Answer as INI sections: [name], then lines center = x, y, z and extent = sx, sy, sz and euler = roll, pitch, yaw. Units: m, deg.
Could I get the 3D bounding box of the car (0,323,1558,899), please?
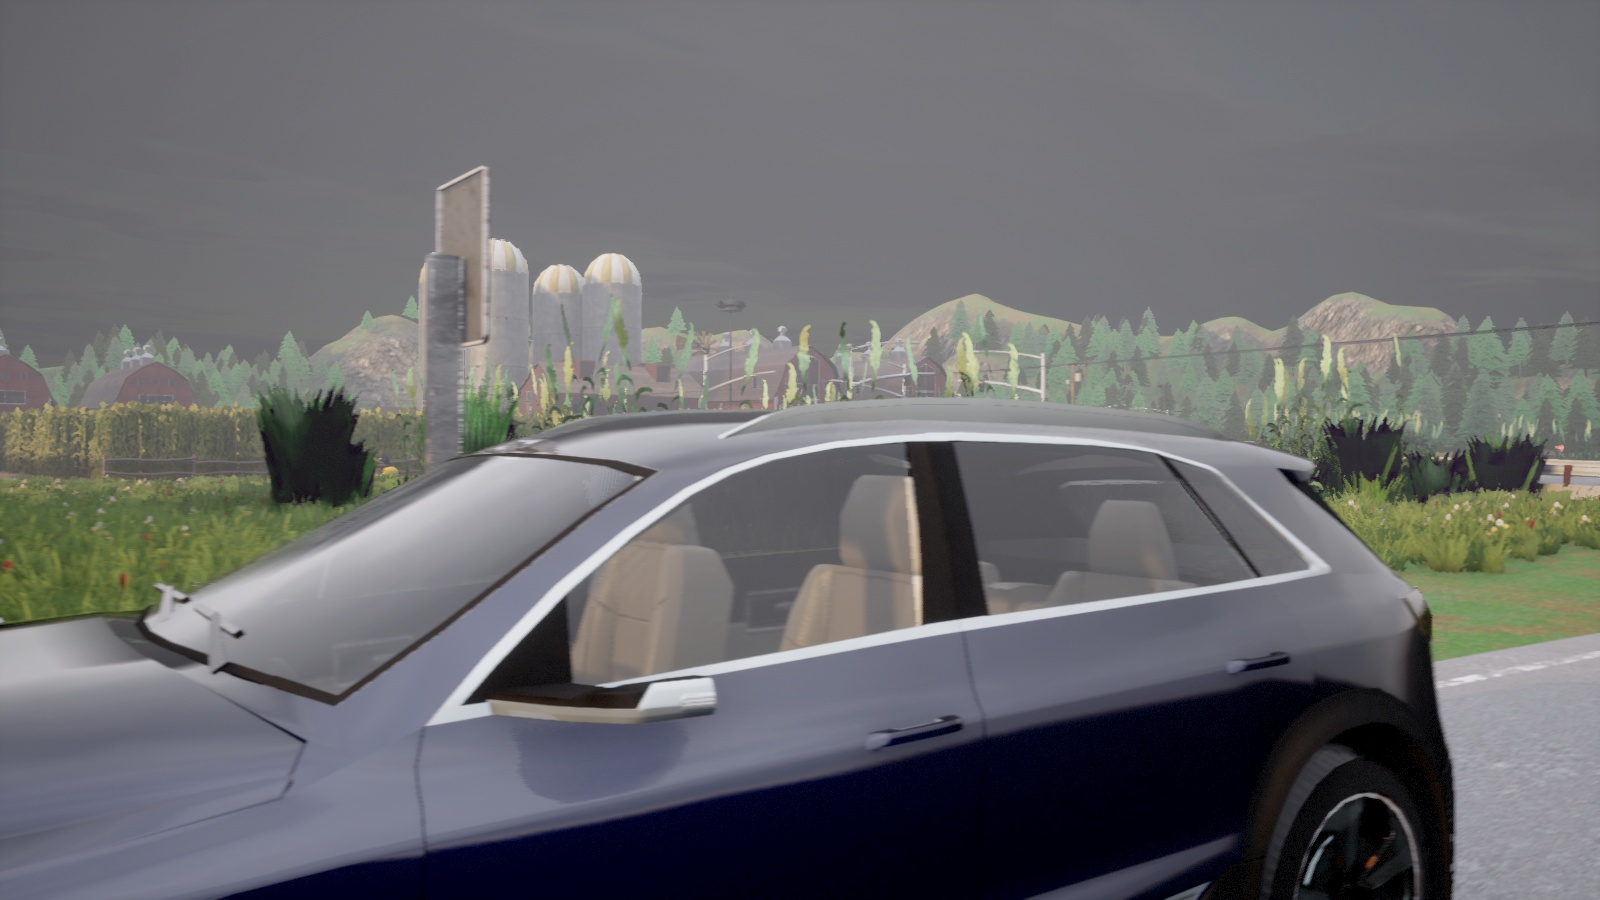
[car]
center = -0.437, 0.683, 2.989
extent = 4.856, 1.649, 2.033
euler = 0, 0, -35
